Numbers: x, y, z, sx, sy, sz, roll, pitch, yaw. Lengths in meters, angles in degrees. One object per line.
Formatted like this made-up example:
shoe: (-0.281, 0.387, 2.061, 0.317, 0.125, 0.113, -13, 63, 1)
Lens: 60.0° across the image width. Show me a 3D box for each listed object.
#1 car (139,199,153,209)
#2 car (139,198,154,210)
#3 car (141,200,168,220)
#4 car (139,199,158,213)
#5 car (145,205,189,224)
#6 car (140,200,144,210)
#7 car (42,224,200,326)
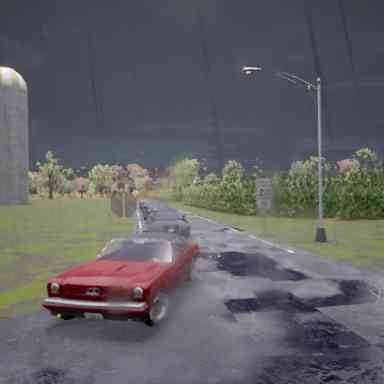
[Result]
car: (-4.389, 1.706, 35.731, 2.033, 1.411, 5.357, -1, 0, -10)
car: (-6.650, 1.691, 48.172, 1.882, 1.535, 5.008, -1, 0, -10)
car: (-2.259, 1.598, 23.441, 2.128, 1.511, 4.902, -1, 0, -10)
car: (-5.534, 1.678, 42.085, 2.128, 1.511, 4.902, -1, 0, -10)
car: (-1.314, 1.647, 17.793, 1.994, 1.385, 4.181, -1, 0, -10)
car: (-3.361, 1.698, 29.864, 1.994, 1.385, 4.181, -1, 0, -10)
car: (-1.129, 1.655, 7.406, 1.895, 1.301, 4.718, 0, 0, 11)
